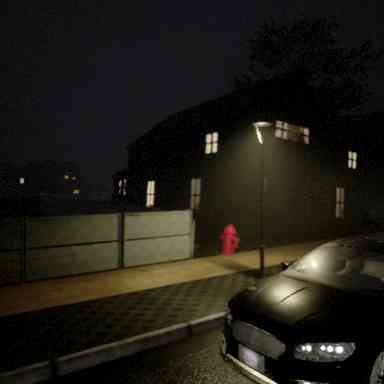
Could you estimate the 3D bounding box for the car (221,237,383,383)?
[{"bbox_3d":[2.619,1.492,4.926,4.902,1.511,2.128,0,0,-35],"label":"car"}]
